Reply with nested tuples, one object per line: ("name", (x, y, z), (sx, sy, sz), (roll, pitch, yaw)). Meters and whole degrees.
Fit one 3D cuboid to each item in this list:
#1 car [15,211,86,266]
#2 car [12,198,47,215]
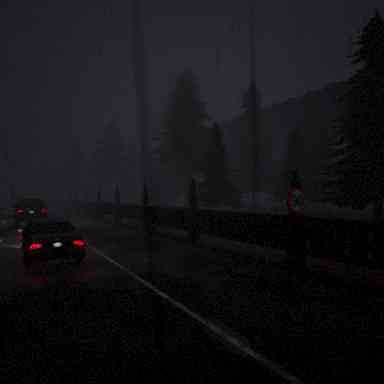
("car", (-5.253, 1.673, 12.284), (2.033, 1.411, 5.357), (0, 0, -28))
("car", (-12.389, 1.502, 25.511), (2.150, 2.045, 5.566), (0, 0, -28))
